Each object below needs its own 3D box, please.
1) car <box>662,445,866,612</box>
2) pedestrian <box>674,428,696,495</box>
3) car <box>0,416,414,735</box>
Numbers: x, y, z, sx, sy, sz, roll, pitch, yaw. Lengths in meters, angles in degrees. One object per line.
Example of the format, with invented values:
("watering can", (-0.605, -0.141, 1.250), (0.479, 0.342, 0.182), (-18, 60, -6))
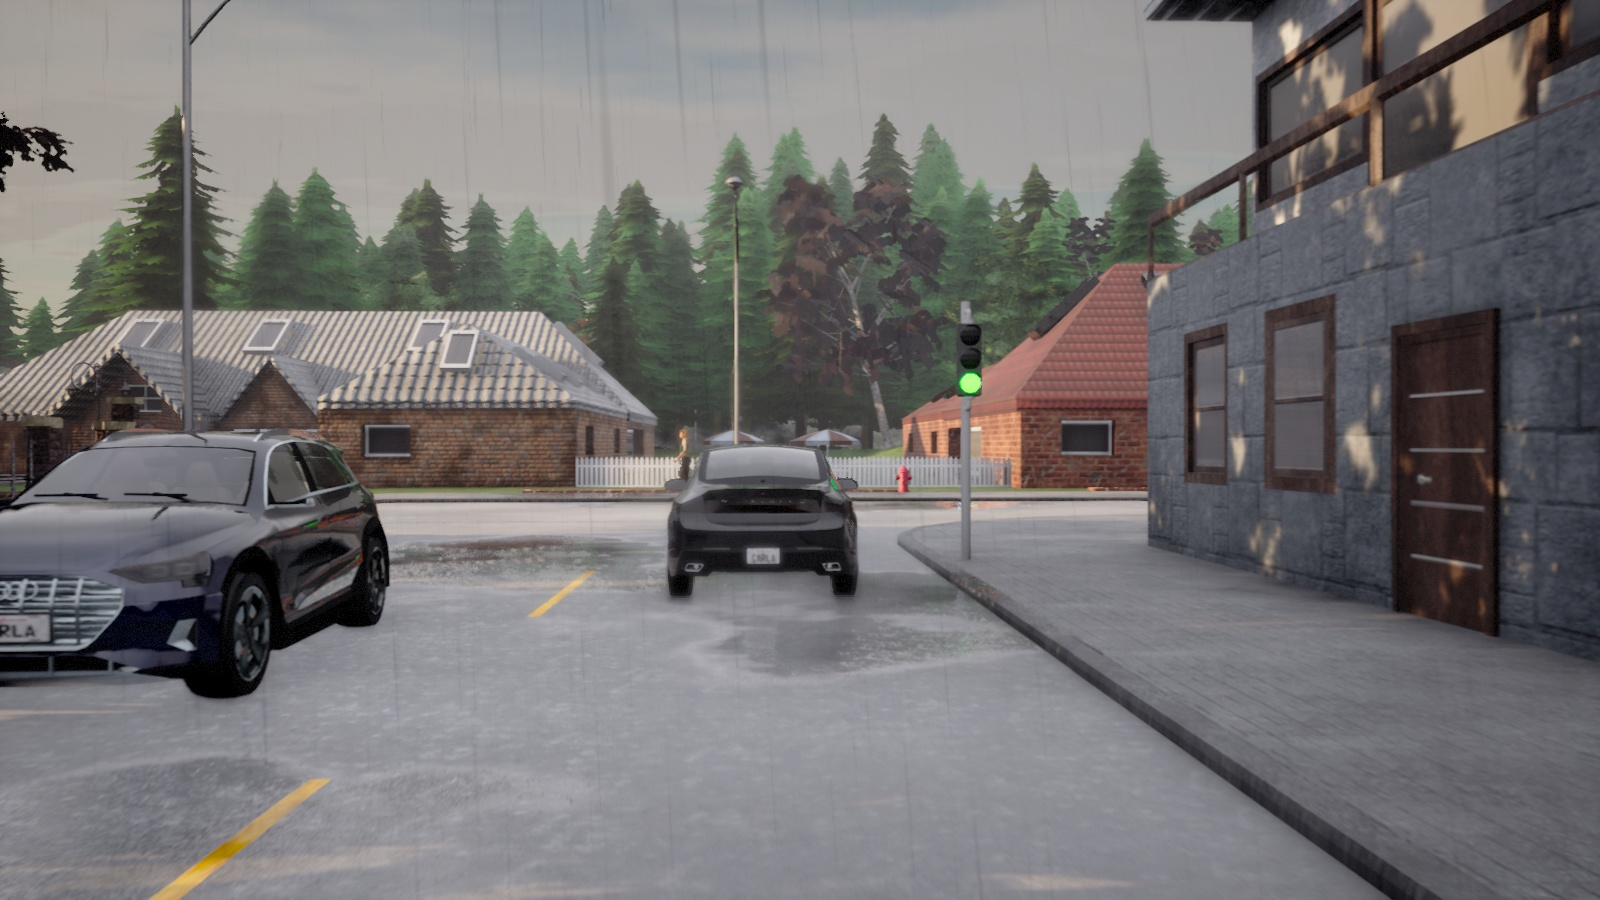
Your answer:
("car", (-0.409, 0.695, 13.747), (1.837, 1.490, 4.892), (0, 0, -2))
("pedestrian", (-3.186, 0.310, 34.765), (0.594, 1.836, 0.345), (0, 0, -2))
("car", (-4.330, 0.638, 8.902), (2.033, 1.649, 4.856), (0, 0, -4))
